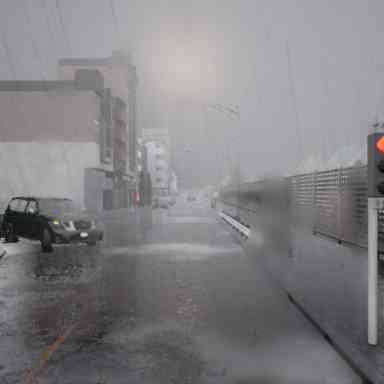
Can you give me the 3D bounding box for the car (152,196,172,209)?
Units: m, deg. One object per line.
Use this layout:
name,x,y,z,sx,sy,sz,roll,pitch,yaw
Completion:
car,-4.118,1.503,44.325,1.837,1.490,4.892,0,0,0

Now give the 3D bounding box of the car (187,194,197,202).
car,-0.042,1.353,76.595,2.097,1.767,4.553,0,0,0

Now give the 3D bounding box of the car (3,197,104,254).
car,-5.990,1.223,14.044,5.566,2.045,2.150,0,-1,42

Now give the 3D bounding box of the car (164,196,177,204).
car,-4.080,1.490,64.807,2.128,1.511,4.902,0,0,0

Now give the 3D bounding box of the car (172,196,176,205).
car,-4.116,1.476,54.559,1.882,1.535,5.008,0,0,0
